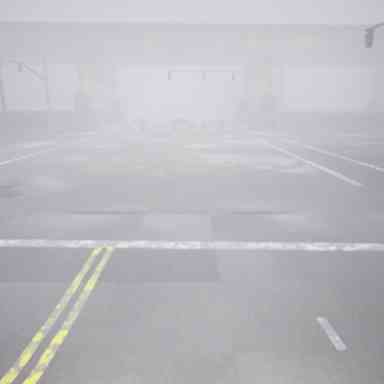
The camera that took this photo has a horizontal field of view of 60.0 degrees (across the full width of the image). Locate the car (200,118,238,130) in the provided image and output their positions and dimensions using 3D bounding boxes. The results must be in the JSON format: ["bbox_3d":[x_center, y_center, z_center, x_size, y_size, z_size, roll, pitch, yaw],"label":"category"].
[{"bbox_3d":[3.507,-8.808,43.254,4.974,1.542,2.038,8,16,29],"label":"car"}]

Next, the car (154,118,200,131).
[{"bbox_3d":[-1.876,-8.647,42.598,4.974,1.542,2.038,-10,17,-34],"label":"car"}]

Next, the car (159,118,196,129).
[{"bbox_3d":[-1.834,-8.807,42.590,4.536,1.218,1.853,-10,17,-34],"label":"car"}]

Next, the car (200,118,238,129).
[{"bbox_3d":[3.461,-8.967,43.241,4.536,1.218,1.853,8,16,29],"label":"car"}]

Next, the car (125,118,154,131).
[{"bbox_3d":[-6.483,-8.668,42.683,4.974,1.542,2.038,13,19,43],"label":"car"}]

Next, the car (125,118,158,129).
[{"bbox_3d":[-6.520,-8.830,42.681,4.536,1.218,1.853,13,19,43],"label":"car"}]
